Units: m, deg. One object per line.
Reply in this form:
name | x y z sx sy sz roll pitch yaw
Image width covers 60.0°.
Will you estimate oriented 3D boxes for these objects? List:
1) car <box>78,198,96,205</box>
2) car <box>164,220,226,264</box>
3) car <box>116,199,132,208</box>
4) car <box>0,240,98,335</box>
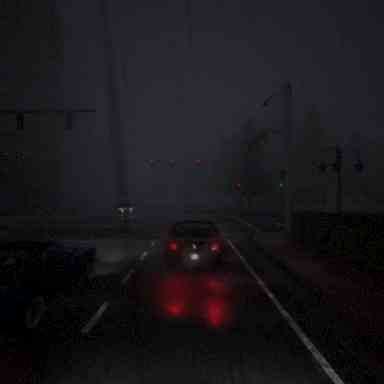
car | -21.816 1.905 69.089 5.008 1.535 1.882 0 0 41
car | 0.087 1.677 12.188 1.895 1.301 4.718 0 0 0
car | -11.474 1.873 56.107 1.812 1.442 4.674 0 -1 -27
car | -3.431 1.644 6.797 1.895 1.301 4.718 0 0 0
